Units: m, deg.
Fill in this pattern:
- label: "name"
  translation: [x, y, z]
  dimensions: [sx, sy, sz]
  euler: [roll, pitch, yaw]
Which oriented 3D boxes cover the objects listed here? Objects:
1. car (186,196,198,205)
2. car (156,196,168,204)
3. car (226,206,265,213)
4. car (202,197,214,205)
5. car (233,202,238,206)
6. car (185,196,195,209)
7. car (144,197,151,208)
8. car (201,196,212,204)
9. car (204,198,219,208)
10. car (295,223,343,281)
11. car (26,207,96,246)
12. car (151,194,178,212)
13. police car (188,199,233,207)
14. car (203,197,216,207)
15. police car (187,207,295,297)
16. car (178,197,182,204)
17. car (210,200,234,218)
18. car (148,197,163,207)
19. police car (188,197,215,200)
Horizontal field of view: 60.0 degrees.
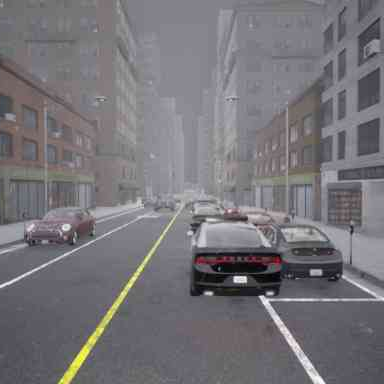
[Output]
- label: "car"
  translation: [-0.015, 1.507, 58.960]
  dimensions: [2.128, 1.511, 4.902]
  euler: [0, 0, 0]
- label: "car"
  translation: [-5.789, 1.564, 64.600]
  dimensions: [1.887, 1.381, 4.507]
  euler: [-1, 0, 0]
- label: "car"
  translation: [2.747, 1.543, 15.055]
  dimensions: [1.887, 1.381, 4.507]
  euler: [-1, 0, 0]
- label: "car"
  translation: [2.737, 1.561, 59.096]
  dimensions: [1.887, 1.381, 4.507]
  euler: [-1, 0, 0]
- label: "car"
  translation: [2.743, 1.440, 26.066]
  dimensions: [1.967, 1.590, 4.097]
  euler: [-1, 0, 0]
- label: "car"
  translation: [-0.001, 1.533, 45.195]
  dimensions: [1.812, 1.442, 4.674]
  euler: [0, 0, 0]
- label: "car"
  translation: [-5.787, 1.449, 48.084]
  dimensions: [1.967, 1.590, 4.097]
  euler: [-1, 0, 0]
- label: "car"
  translation: [2.736, 1.564, 64.602]
  dimensions: [1.887, 1.381, 4.507]
  euler: [-1, 0, 0]
- label: "car"
  translation: [2.740, 1.575, 48.086]
  dimensions: [1.947, 1.339, 4.313]
  euler: [-1, 0, 0]
- label: "car"
  translation: [2.748, 1.549, 9.550]
  dimensions: [2.008, 1.369, 4.403]
  euler: [-1, 0, 0]
- label: "car"
  translation: [-5.780, 1.438, 15.053]
  dimensions: [1.967, 1.590, 4.097]
  euler: [-1, 0, 0]
- label: "car"
  translation: [-3.110, 1.225, 39.072]
  dimensions: [2.150, 2.045, 5.566]
  euler: [0, 0, 0]
- label: "police car"
  translation: [0.890, 1.424, 18.762]
  dimensions: [1.930, 1.638, 5.238]
  euler: [0, 0, 0]
- label: "car"
  translation: [2.738, 1.557, 53.591]
  dimensions: [1.887, 1.381, 4.507]
  euler: [-1, 0, 0]
- label: "police car"
  translation: [0.896, 1.423, 8.761]
  dimensions: [1.930, 1.638, 5.238]
  euler: [0, 0, 0]
- label: "car"
  translation: [-3.016, 1.620, 64.716]
  dimensions: [1.895, 1.301, 4.718]
  euler: [0, 0, 0]
- label: "car"
  translation: [2.743, 1.546, 31.571]
  dimensions: [1.887, 1.381, 4.507]
  euler: [-1, 0, 0]
- label: "car"
  translation: [-5.787, 1.578, 53.590]
  dimensions: [1.947, 1.339, 4.313]
  euler: [-1, 0, 0]
- label: "police car"
  translation: [0.892, 1.425, 24.762]
  dimensions: [1.930, 1.638, 5.238]
  euler: [0, 0, 0]
